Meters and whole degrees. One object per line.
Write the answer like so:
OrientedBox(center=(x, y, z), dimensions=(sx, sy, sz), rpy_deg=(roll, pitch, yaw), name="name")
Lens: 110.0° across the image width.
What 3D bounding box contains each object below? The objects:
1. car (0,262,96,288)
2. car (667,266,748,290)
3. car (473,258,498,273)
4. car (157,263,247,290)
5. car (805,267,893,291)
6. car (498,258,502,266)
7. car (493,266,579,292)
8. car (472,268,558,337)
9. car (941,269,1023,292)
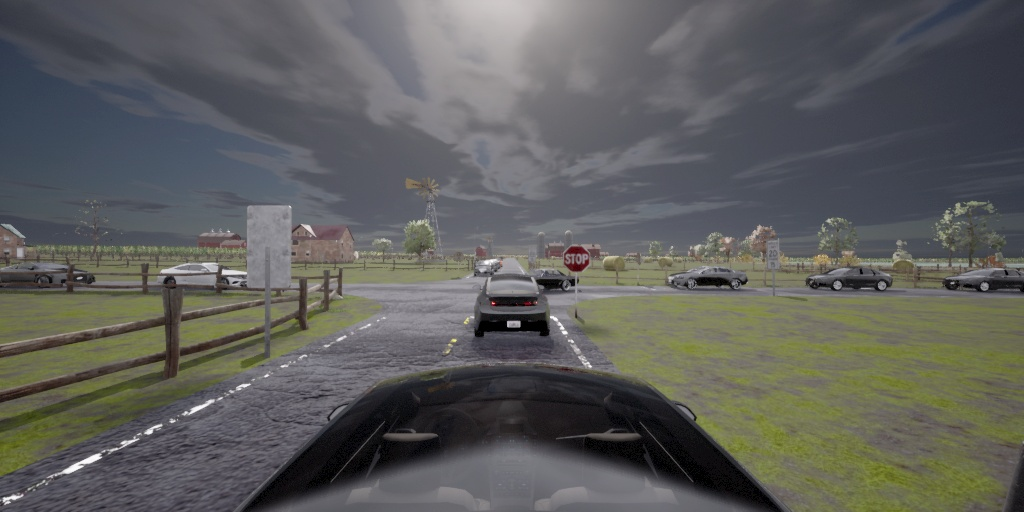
OrientedBox(center=(-26.354, 1.048, 20.173), dimensions=(4.181, 1.385, 1.994), rpy_deg=(1, -1, -1), name="car")
OrientedBox(center=(12.810, 1.397, 23.592), dimensions=(4.902, 1.511, 2.128), rpy_deg=(1, -1, -2), name="car")
OrientedBox(center=(-2.840, 1.243, 37.012), dimensions=(2.128, 1.511, 4.902), rpy_deg=(0, 0, 0), name="car")
OrientedBox(center=(-17.234, 1.104, 20.290), dimensions=(4.674, 1.442, 1.812), rpy_deg=(1, -1, -1), name="car")
OrientedBox(center=(22.211, 1.500, 23.758), dimensions=(4.892, 1.490, 1.837), rpy_deg=(1, -1, -1), name="car")
OrientedBox(center=(-2.828, 1.242, 46.458), dimensions=(2.128, 1.511, 4.902), rpy_deg=(0, 0, 0), name="car")
OrientedBox(center=(1.509, 1.369, 20.370), dimensions=(4.718, 1.301, 1.895), rpy_deg=(1, 0, -35), name="car")
OrientedBox(center=(-0.069, 1.256, 10.324), dimensions=(1.837, 1.490, 4.892), rpy_deg=(0, 0, -3), name="car")
OrientedBox(center=(31.714, 1.587, 23.874), dimensions=(4.892, 1.490, 1.837), rpy_deg=(1, -1, -1), name="car")
